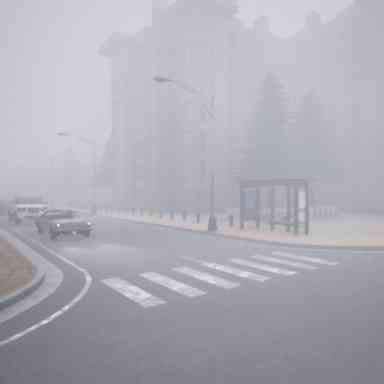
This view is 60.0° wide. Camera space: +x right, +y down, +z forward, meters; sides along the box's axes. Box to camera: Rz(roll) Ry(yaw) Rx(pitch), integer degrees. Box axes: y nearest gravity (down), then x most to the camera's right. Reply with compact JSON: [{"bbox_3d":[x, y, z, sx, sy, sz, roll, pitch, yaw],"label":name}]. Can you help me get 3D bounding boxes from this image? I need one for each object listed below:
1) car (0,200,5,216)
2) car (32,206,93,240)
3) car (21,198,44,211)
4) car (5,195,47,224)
[{"bbox_3d":[-18.847,1.558,34.412,1.882,1.535,5.008,0,0,-36],"label":"car"},{"bbox_3d":[-6.888,1.634,17.686,1.895,1.301,4.718,0,0,-36],"label":"car"},{"bbox_3d":[-21.123,1.584,43.918,1.882,1.535,5.008,0,0,-36],"label":"car"},{"bbox_3d":[-12.789,1.278,25.915,2.150,2.045,5.566,0,0,-35],"label":"car"}]
